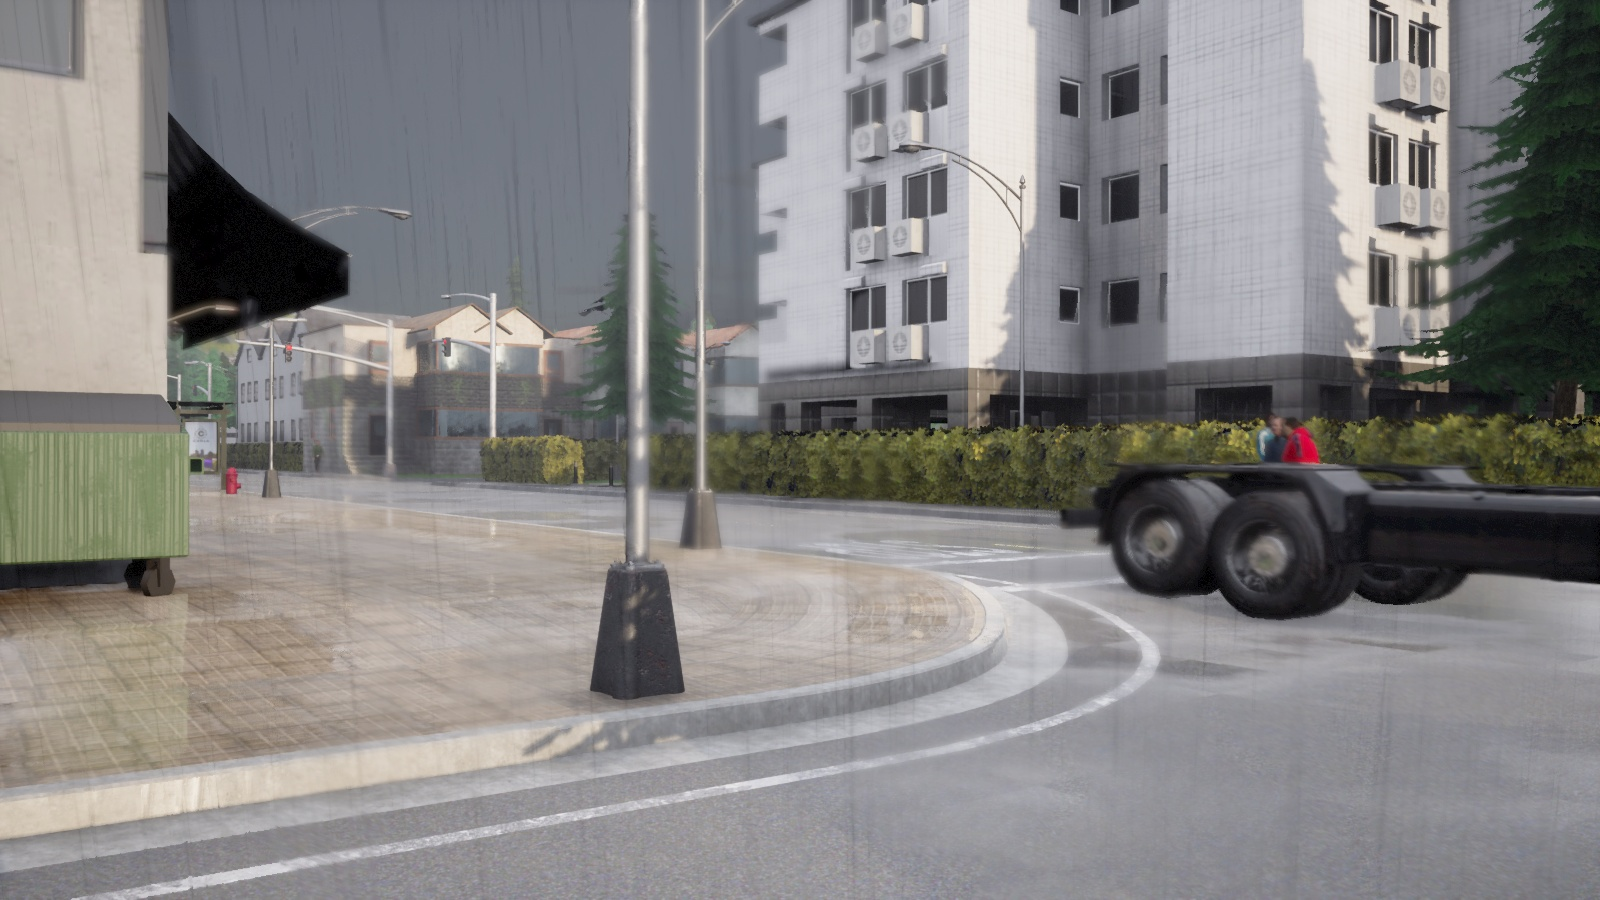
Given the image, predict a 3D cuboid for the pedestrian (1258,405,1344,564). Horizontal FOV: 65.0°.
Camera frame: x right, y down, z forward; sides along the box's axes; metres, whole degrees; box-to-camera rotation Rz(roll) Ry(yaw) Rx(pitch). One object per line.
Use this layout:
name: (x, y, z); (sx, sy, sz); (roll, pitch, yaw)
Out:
pedestrian: (6.019, 0.405, 15.083); (0.899, 1.844, 0.634); (0, 0, 26)

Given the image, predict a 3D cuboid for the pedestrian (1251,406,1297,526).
pedestrian: (7.803, 0.260, 20.695); (0.396, 1.930, 0.692); (0, 0, -12)

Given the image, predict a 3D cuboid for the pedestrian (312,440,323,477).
pedestrian: (-25.138, 0.439, 65.441); (0.423, 1.949, 0.788); (0, 0, -11)

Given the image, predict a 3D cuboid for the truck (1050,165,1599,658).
truck: (6.091, -0.272, 10.651); (2.891, 3.462, 7.936); (0, 0, -36)

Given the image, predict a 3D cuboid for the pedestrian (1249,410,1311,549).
pedestrian: (6.517, 0.393, 17.049); (0.726, 1.842, 0.402); (0, 0, -26)
